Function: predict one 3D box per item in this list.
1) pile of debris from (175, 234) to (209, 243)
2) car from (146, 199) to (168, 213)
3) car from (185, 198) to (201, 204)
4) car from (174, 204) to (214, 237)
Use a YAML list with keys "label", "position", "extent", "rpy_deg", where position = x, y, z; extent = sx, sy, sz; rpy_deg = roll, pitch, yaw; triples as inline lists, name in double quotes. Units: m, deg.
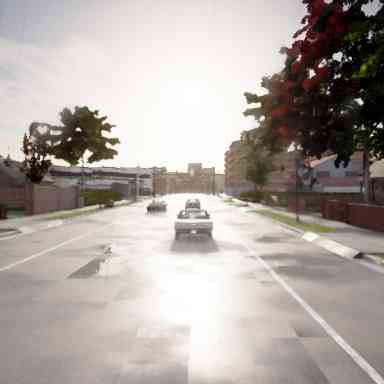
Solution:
- label: "pile of debris"
  position: [0.005, 2.145, 15.362]
  extent: [1.500, 0.140, 1.860]
  rpy_deg: [0, 0, 0]
- label: "car"
  position: [-3.583, 1.432, 34.943]
  extent: [1.994, 1.385, 4.181]
  rpy_deg: [0, 0, 0]
- label: "car"
  position: [0.106, 1.396, 38.358]
  extent: [2.033, 1.411, 5.357]
  rpy_deg: [0, 0, 0]
- label: "car"
  position: [0.085, 1.560, 17.786]
  extent: [1.895, 1.301, 4.718]
  rpy_deg: [0, 0, 0]
